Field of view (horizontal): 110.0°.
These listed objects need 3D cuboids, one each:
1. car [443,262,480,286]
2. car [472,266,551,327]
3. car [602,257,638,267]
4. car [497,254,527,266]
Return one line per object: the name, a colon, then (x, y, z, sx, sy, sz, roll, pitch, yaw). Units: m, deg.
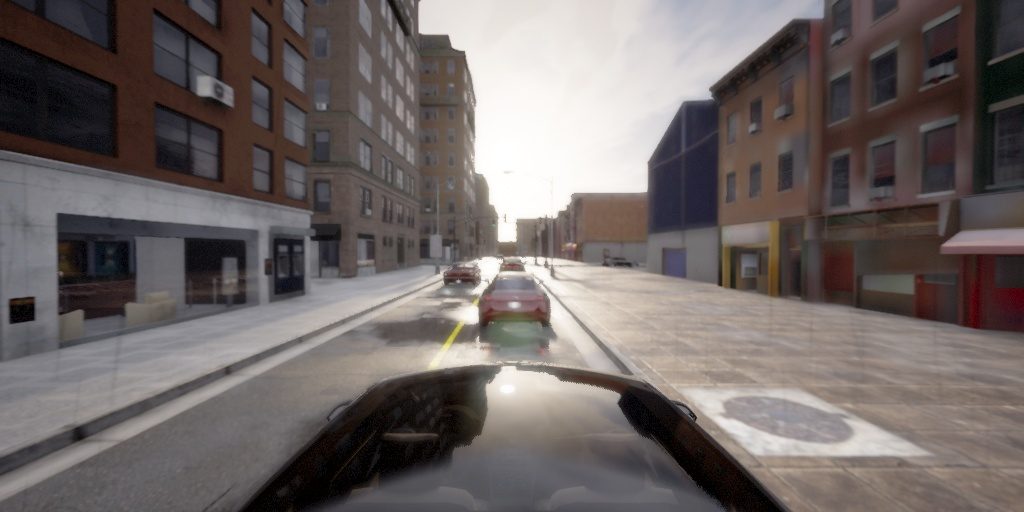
car: (-2.888, 1.042, 21.589, 1.895, 1.301, 4.718, 0, 1, 0)
car: (0.064, 1.170, 10.984, 1.994, 1.385, 4.181, 0, 1, 0)
car: (13.120, 0.791, 43.689, 4.313, 1.339, 1.948, 0, 0, 0)
car: (0.030, 0.861, 27.011, 1.837, 1.490, 4.892, 0, 1, 0)
